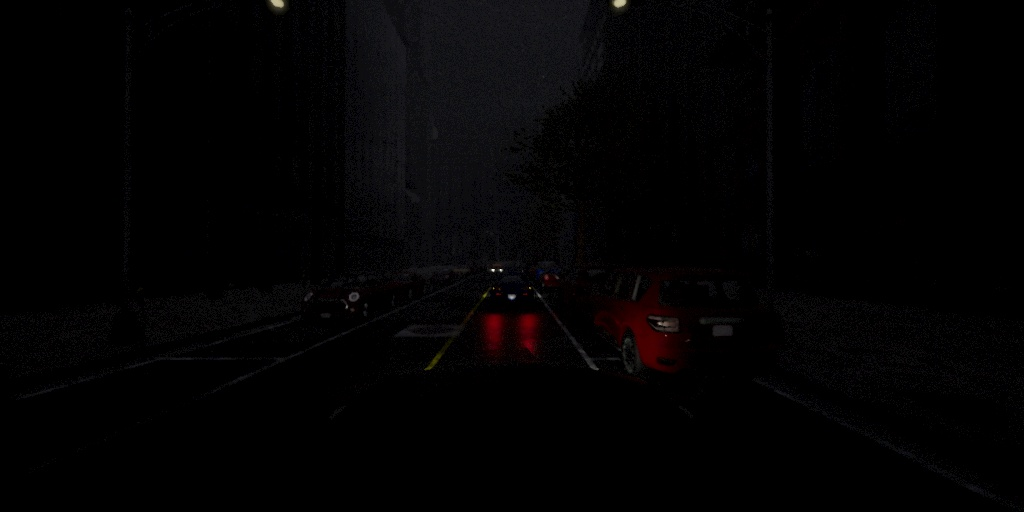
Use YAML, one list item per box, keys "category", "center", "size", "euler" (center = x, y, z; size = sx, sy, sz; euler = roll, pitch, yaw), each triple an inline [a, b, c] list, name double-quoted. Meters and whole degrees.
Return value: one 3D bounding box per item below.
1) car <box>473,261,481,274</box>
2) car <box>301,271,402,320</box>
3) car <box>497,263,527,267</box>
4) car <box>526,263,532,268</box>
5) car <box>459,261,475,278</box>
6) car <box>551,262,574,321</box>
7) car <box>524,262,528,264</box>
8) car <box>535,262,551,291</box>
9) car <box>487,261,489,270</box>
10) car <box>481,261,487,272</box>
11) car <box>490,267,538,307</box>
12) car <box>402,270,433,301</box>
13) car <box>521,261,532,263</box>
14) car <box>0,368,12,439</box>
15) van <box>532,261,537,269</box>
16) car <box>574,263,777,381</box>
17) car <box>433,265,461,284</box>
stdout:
- category: "car"
  center: [-5.671, 1.524, 46.718]
  size: [2.192, 1.841, 5.009]
  euler: [0, 0, 0]
- category: "car"
  center: [-5.669, 1.298, 12.889]
  size: [1.967, 1.591, 4.097]
  euler: [0, 0, 0]
- category: "car"
  center: [-0.001, 1.584, 30.843]
  size: [2.033, 1.411, 5.357]
  euler: [0, -1, 0]
- category: "car"
  center: [2.855, 1.726, 41.071]
  size: [1.802, 1.307, 4.207]
  euler: [0, 0, 0]
- category: "car"
  center: [-5.671, 1.669, 40.911]
  size: [1.751, 1.417, 4.829]
  euler: [0, 0, 0]
- category: "car"
  center: [2.857, 1.173, 12.876]
  size: [2.192, 1.841, 5.009]
  euler: [0, 0, 0]
- category: "car"
  center: [2.854, 1.775, 46.709]
  size: [1.948, 1.339, 4.313]
  euler: [0, 0, 0]
- category: "car"
  center: [2.856, 1.410, 24.155]
  size: [1.967, 1.591, 4.097]
  euler: [0, 0, 0]
- category: "car"
  center: [-5.672, 1.978, 63.634]
  size: [1.948, 1.339, 4.313]
  euler: [0, 0, 0]
- category: "car"
  center: [-5.672, 1.659, 57.996]
  size: [2.192, 1.841, 5.009]
  euler: [0, 0, 0]
- category: "car"
  center: [0.005, 1.417, 16.227]
  size: [1.812, 1.442, 4.674]
  euler: [0, 0, 0]
- category: "car"
  center: [-5.669, 1.459, 18.528]
  size: [1.888, 1.381, 4.507]
  euler: [0, 0, 0]
- category: "car"
  center: [2.854, 1.592, 52.349]
  size: [2.192, 1.841, 5.009]
  euler: [0, 0, 0]
- category: "car"
  center: [-5.668, 1.314, 1.612]
  size: [1.948, 1.339, 4.313]
  euler: [0, 0, 0]
- category: "van"
  center: [2.855, 1.367, 29.794]
  size: [1.690, 1.789, 3.998]
  euler: [0, 0, 0]
- category: "car"
  center: [2.857, 1.117, 7.237]
  size: [2.192, 1.841, 5.009]
  euler: [0, 0, 0]
- category: "car"
  center: [-5.670, 1.608, 29.806]
  size: [1.802, 1.307, 4.207]
  euler: [0, 0, 0]
